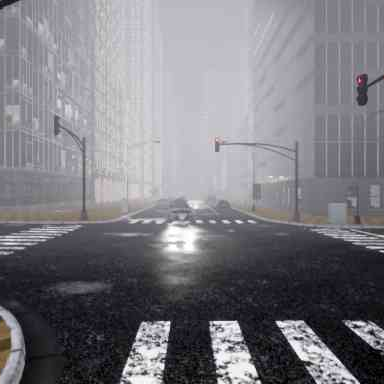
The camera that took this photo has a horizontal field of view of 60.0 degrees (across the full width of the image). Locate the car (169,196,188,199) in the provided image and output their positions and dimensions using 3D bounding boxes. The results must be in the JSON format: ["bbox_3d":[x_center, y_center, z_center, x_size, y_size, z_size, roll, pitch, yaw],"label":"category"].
[{"bbox_3d":[-1.647,1.538,41.841,1.812,1.442,4.674,0,0,0],"label":"car"}]

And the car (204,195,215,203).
[{"bbox_3d":[3.578,1.432,69.432,1.967,1.590,4.097,0,0,0],"label":"car"}]

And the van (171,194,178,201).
[{"bbox_3d":[-4.416,1.315,85.960,1.690,1.788,3.998,0,0,0],"label":"van"}]

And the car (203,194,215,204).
[{"bbox_3d":[3.616,1.313,63.903,2.192,1.841,5.009,0,0,0],"label":"car"}]

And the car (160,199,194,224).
[{"bbox_3d":[-1.030,1.512,25.126,2.128,1.511,4.902,0,0,-8],"label":"car"}]

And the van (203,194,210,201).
[{"bbox_3d":[3.502,1.321,80.486,1.690,1.788,3.998,0,0,0],"label":"van"}]

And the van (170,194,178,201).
[{"bbox_3d":[-4.378,1.321,80.432,1.690,1.788,3.998,0,0,0],"label":"van"}]

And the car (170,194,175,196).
[{"bbox_3d":[-4.264,1.564,63.850,1.947,1.339,4.313,0,0,0],"label":"car"}]

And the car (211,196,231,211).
[{"bbox_3d":[3.817,1.579,41.795,1.947,1.339,4.313,0,0,0],"label":"car"}]

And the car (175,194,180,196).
[{"bbox_3d":[-1.737,1.508,60.390,1.837,1.490,4.892,0,-1,0],"label":"car"}]

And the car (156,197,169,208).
[{"bbox_3d":[-4.150,1.592,47.267,1.802,1.307,4.206,0,0,0],"label":"car"}]
